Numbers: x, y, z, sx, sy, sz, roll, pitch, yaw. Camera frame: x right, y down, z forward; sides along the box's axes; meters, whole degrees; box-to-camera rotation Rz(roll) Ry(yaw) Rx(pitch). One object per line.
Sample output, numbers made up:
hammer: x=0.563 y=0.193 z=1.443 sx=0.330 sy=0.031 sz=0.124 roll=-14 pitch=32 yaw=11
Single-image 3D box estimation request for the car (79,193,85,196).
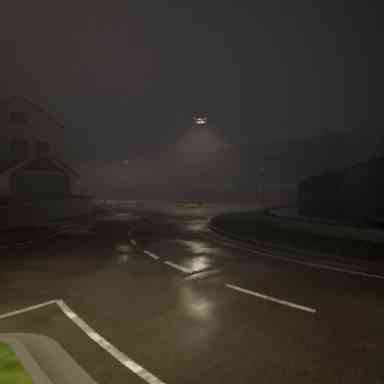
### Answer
car: x=-23.288 y=1.003 z=68.318 sx=1.882 sy=1.535 sz=5.008 roll=0 pitch=1 yaw=-40
